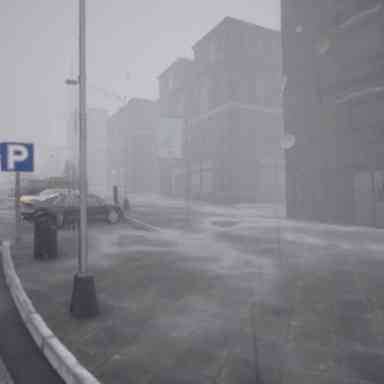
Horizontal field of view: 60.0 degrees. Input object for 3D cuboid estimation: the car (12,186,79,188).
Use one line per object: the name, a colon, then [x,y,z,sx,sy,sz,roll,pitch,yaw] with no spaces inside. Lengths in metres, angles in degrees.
car: [-6.882,0.619,18.177,2.002,1.452,4.674,5,3,41]

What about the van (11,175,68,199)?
van: [-14.287,-0.483,31.391,1.878,1.987,4.442,5,3,41]

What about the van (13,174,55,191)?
van: [-20.013,-1.154,42.226,1.878,1.987,4.442,4,3,41]

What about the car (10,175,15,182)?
car: [-11.290,-0.174,26.129,2.435,2.045,5.566,5,3,41]

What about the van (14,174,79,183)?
van: [-9.734,0.018,23.582,1.878,1.987,4.442,4,3,41]

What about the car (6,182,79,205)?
car: [-8.471,0.409,20.697,1.946,1.575,5.366,5,3,41]

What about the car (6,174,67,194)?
car: [-17.133,-0.844,36.832,2.435,2.045,5.566,4,3,41]

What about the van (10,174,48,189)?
van: [-23.095,-1.488,47.371,1.878,1.987,4.442,5,3,41]

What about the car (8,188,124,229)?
car: [-5.423,0.747,15.510,2.231,1.521,4.892,4,3,41]

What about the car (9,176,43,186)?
car: [-28.934,-1.929,58.123,2.231,1.521,4.892,4,3,41]
